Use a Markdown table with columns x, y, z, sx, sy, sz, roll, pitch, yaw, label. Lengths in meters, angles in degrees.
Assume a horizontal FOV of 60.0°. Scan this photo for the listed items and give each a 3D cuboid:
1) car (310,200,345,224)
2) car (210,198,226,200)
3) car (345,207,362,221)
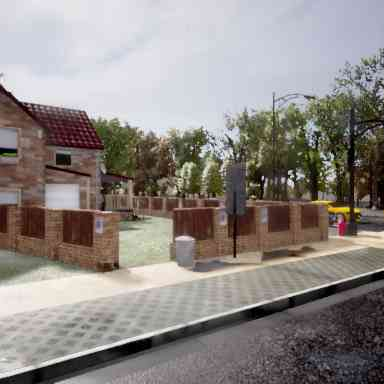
| x | y | z | sx | sy | sz | roll | pitch | yaw | label |
| --- | --- | --- | --- | --- | --- | --- | --- | --- | --- |
| 7.828 | 1.469 | 23.359 | 1.812 | 1.442 | 4.674 | 0 | 0 | -35 | car |
| 3.003 | 1.387 | 35.739 | 2.128 | 1.511 | 4.902 | 0 | 0 | -35 | car |
| 10.318 | 1.423 | 25.468 | 1.882 | 1.535 | 5.008 | 0 | 0 | -35 | car |
